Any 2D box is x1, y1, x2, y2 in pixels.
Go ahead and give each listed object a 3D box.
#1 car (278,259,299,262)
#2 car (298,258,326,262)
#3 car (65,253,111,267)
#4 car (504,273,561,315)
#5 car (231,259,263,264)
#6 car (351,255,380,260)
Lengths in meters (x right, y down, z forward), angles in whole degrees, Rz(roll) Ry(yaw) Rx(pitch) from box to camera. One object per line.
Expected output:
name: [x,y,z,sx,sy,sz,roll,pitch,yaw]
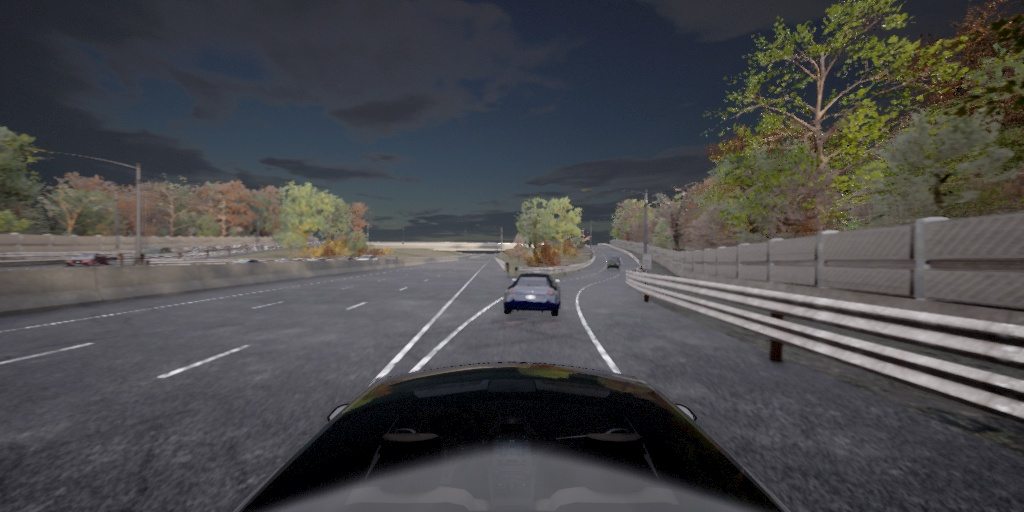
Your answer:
car: [-26.944,1.054,43.302,2.128,1.511,4.902,0,0,-3]
car: [-23.448,1.152,43.399,1.994,1.385,4.181,0,0,-3]
car: [-44.139,0.400,37.444,1.994,1.385,4.181,0,1,-27]
car: [0.909,1.366,13.968,1.994,1.385,4.181,1,-1,8]
car: [-30.338,1.062,40.910,1.812,1.442,4.674,0,0,-3]
car: [-24.261,0.818,59.990,2.150,2.045,5.566,0,0,-3]
